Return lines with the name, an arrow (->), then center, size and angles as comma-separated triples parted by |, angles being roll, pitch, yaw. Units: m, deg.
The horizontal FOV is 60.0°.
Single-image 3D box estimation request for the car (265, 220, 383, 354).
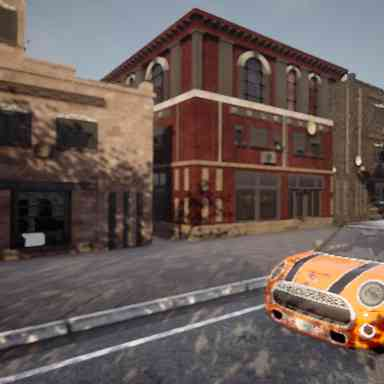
car -> 3.466, 1.353, 6.155 | 4.553, 1.767, 2.097 | 0, 0, -35
